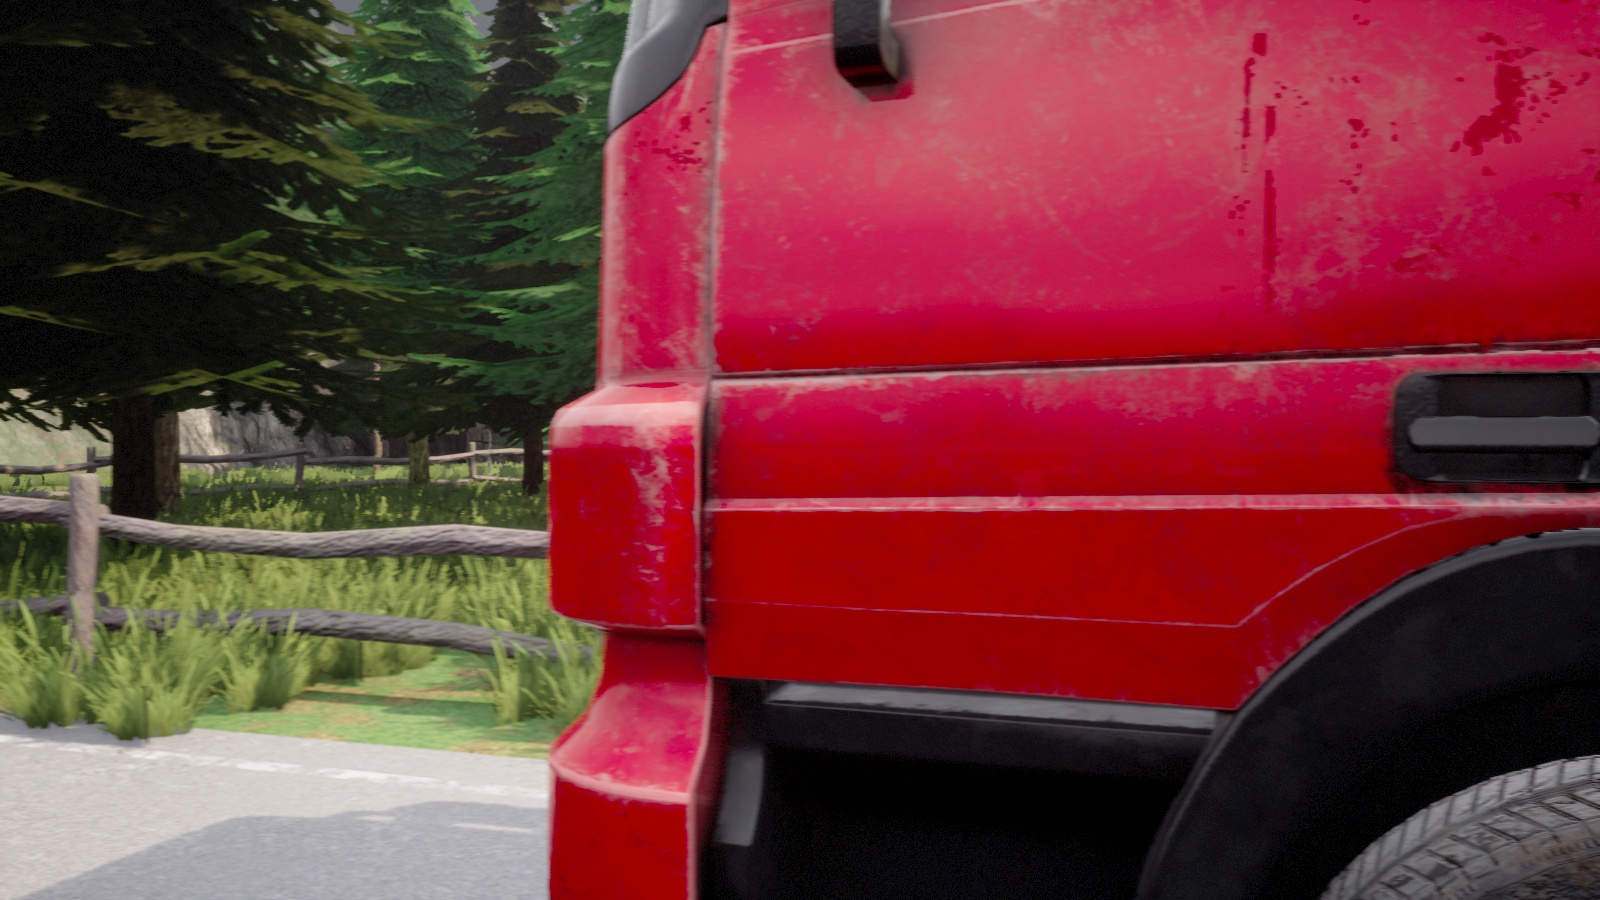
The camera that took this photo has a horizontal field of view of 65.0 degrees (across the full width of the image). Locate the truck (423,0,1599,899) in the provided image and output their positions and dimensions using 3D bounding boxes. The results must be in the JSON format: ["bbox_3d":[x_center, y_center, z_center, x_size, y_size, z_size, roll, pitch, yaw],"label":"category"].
[{"bbox_3d":[3.671,-0.171,1.941,7.936,3.462,2.891,1,1,19],"label":"truck"}]
